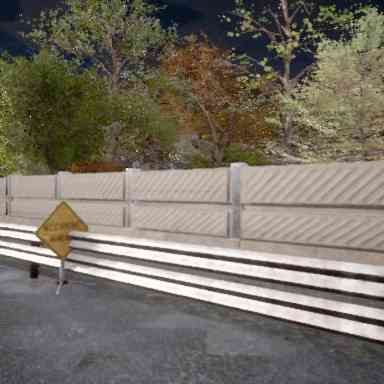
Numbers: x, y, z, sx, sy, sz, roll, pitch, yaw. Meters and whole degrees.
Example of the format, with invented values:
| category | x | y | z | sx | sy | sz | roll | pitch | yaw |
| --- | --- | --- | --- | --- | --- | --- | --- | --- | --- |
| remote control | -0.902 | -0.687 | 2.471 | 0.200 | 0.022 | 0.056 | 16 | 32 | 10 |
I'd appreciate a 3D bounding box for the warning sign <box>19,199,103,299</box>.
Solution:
| category | x | y | z | sx | sy | sz | roll | pitch | yaw |
| --- | --- | --- | --- | --- | --- | --- | --- | --- | --- |
| warning sign | -2.785 | 1.102 | 7.142 | 1.060 | 1.860 | 1.300 | 0 | 0 | 35 |
